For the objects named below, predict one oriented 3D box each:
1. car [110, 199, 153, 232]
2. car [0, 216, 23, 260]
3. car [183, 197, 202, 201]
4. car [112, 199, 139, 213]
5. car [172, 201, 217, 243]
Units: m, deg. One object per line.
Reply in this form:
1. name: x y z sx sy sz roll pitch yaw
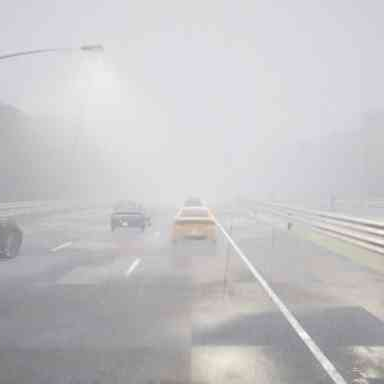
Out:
1. car: -3.401 1.395 19.408 2.128 1.511 4.902 0 0 0
2. car: -6.900 1.198 9.086 2.150 2.045 5.566 0 0 0
3. car: 0.099 1.292 36.437 1.837 1.490 4.892 0 0 0
4. car: -6.901 1.397 34.865 1.895 1.301 4.718 0 0 0
5. car: 0.100 1.410 15.657 1.882 1.535 5.008 0 0 0
